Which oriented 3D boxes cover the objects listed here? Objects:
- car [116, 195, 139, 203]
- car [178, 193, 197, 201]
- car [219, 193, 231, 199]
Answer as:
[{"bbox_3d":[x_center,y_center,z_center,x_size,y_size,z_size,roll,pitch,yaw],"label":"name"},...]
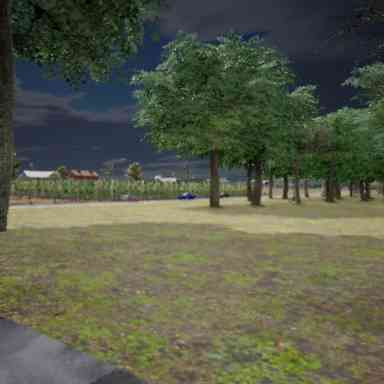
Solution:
[{"bbox_3d":[-11.270,1.138,58.572,1.994,1.385,4.181,-1,0,35],"label":"car"},{"bbox_3d":[-0.861,0.964,68.550,1.882,1.535,5.008,-1,-1,35],"label":"car"},{"bbox_3d":[7.806,0.905,81.155,1.837,1.490,4.892,-1,0,35],"label":"car"}]
